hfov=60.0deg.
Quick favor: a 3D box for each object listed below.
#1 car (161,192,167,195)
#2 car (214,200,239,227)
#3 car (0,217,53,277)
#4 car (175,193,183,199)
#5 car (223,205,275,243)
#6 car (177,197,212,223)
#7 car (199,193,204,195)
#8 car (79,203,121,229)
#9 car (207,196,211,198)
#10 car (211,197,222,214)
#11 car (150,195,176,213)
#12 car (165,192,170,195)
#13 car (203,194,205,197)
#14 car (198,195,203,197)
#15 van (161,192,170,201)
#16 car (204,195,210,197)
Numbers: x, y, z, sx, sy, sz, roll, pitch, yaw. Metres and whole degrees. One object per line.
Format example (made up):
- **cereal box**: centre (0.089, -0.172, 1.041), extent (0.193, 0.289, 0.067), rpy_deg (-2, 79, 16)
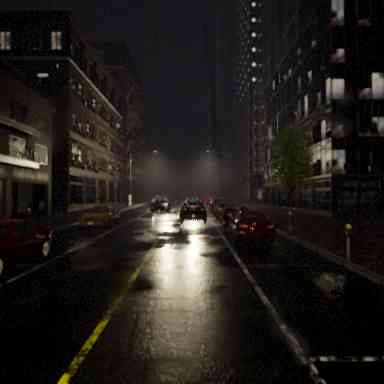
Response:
- **car**: centre (-5.679, 1.247, 55.179), extent (1.752, 1.417, 4.829), rpy_deg (1, 0, 0)
- **car**: centre (2.671, 1.434, 21.041), extent (1.887, 1.381, 4.507), rpy_deg (1, 0, 0)
- **car**: centre (-5.675, 1.493, 9.770), extent (1.887, 1.381, 4.507), rpy_deg (1, 0, 0)
- **car**: centre (-3.006, 1.000, 74.387), extent (2.033, 1.411, 5.357), rpy_deg (0, 0, 0)
- **car**: centre (2.670, 1.501, 15.343), extent (1.802, 1.307, 4.206), rpy_deg (1, 0, 0)
- **car**: centre (0.098, 1.365, 24.090), extent (2.128, 1.511, 4.902), rpy_deg (0, 0, 0)
- **car**: centre (2.667, 1.241, 60.927), extent (1.887, 1.381, 4.507), rpy_deg (1, 0, 0)
- **car**: centre (-5.676, 1.415, 20.995), extent (1.752, 1.417, 4.829), rpy_deg (1, 0, 0)
- **car**: centre (2.669, 1.375, 32.438), extent (1.887, 1.381, 4.507), rpy_deg (1, 0, 0)
- **car**: centre (2.670, 1.384, 26.910), extent (1.752, 1.417, 4.829), rpy_deg (1, 0, 0)
- **car**: centre (-3.100, 1.369, 34.018), extent (2.033, 1.411, 5.357), rpy_deg (0, 0, 0)
- **car**: centre (-5.679, 1.111, 66.743), extent (1.967, 1.590, 4.097), rpy_deg (1, 0, 0)
- **car**: centre (2.669, 1.319, 43.833), extent (1.887, 1.381, 4.507), rpy_deg (1, 0, 0)
- **car**: centre (0.097, 1.384, 41.904), extent (1.895, 1.301, 4.718), rpy_deg (0, 0, 0)
- **van**: centre (-5.677, 0.988, 72.441), extent (1.690, 1.788, 3.998), rpy_deg (1, 0, 0)
- **car**: centre (2.669, 1.353, 38.135), extent (2.008, 1.369, 4.403), rpy_deg (1, 0, 0)
